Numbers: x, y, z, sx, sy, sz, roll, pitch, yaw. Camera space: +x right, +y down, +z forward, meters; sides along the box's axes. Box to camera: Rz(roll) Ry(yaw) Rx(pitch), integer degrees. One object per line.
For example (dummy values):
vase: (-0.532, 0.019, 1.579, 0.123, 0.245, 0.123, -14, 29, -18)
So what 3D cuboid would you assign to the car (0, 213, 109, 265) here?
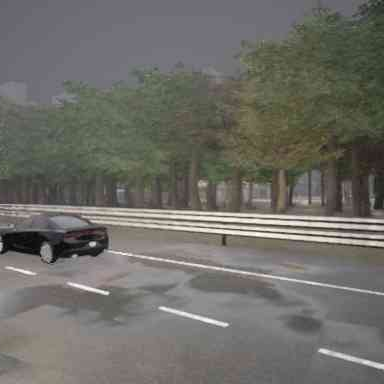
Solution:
car: (-5.106, 1.495, 11.819, 5.008, 1.535, 1.882, 0, 0, 36)
